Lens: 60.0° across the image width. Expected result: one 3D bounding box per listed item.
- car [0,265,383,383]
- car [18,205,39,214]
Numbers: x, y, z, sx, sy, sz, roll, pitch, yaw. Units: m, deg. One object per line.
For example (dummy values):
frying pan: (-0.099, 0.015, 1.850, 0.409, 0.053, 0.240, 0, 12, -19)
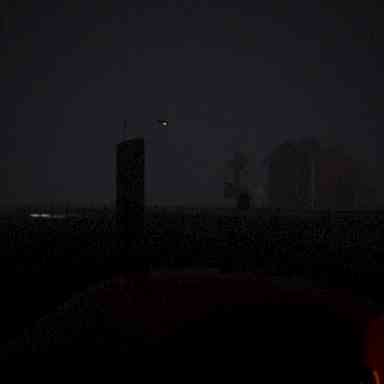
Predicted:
car: (-0.332, 1.479, 2.713, 5.008, 1.535, 1.882, 0, 0, -36)
car: (-23.228, 2.449, 47.634, 1.895, 1.301, 4.718, 0, -1, -43)
